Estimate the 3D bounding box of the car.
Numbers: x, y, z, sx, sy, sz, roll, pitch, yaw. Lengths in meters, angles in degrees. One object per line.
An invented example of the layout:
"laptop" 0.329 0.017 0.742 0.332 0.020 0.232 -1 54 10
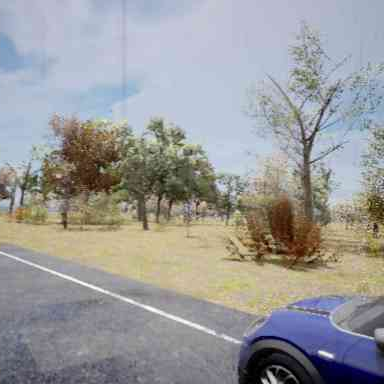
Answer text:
"car" 2.651 1.623 3.224 2.097 1.767 4.553 5 -4 -44
